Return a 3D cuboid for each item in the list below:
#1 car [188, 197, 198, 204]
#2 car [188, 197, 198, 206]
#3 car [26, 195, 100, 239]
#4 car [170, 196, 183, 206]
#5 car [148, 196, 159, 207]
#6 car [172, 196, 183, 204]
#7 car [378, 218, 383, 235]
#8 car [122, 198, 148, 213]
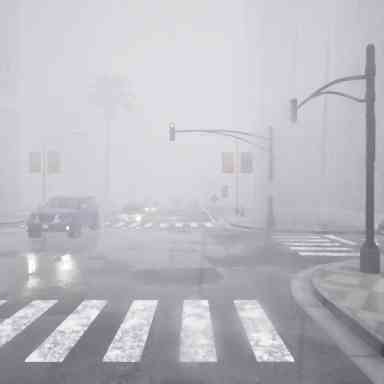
[{"bbox_3d":[0.172,1.705,69.827,2.033,1.411,5.357,0,-1,0],"label":"car"},{"bbox_3d":[0.198,1.791,59.822,1.895,1.301,4.718,0,0,1],"label":"car"},{"bbox_3d":[-6.548,1.201,17.628,2.150,2.045,5.566,0,0,0],"label":"car"},{"bbox_3d":[-3.000,1.737,59.826,2.033,1.411,5.357,0,0,-1],"label":"car"},{"bbox_3d":[-6.452,1.624,53.096,2.128,1.511,4.902,0,0,0],"label":"car"},{"bbox_3d":[-3.016,1.641,70.631,2.097,1.767,4.553,0,-1,0],"label":"car"},{"bbox_3d":[11.613,1.415,16.127,4.553,1.767,2.097,0,0,1],"label":"car"},{"bbox_3d":[-6.507,1.648,37.469,1.895,1.301,4.718,0,0,0],"label":"car"}]
